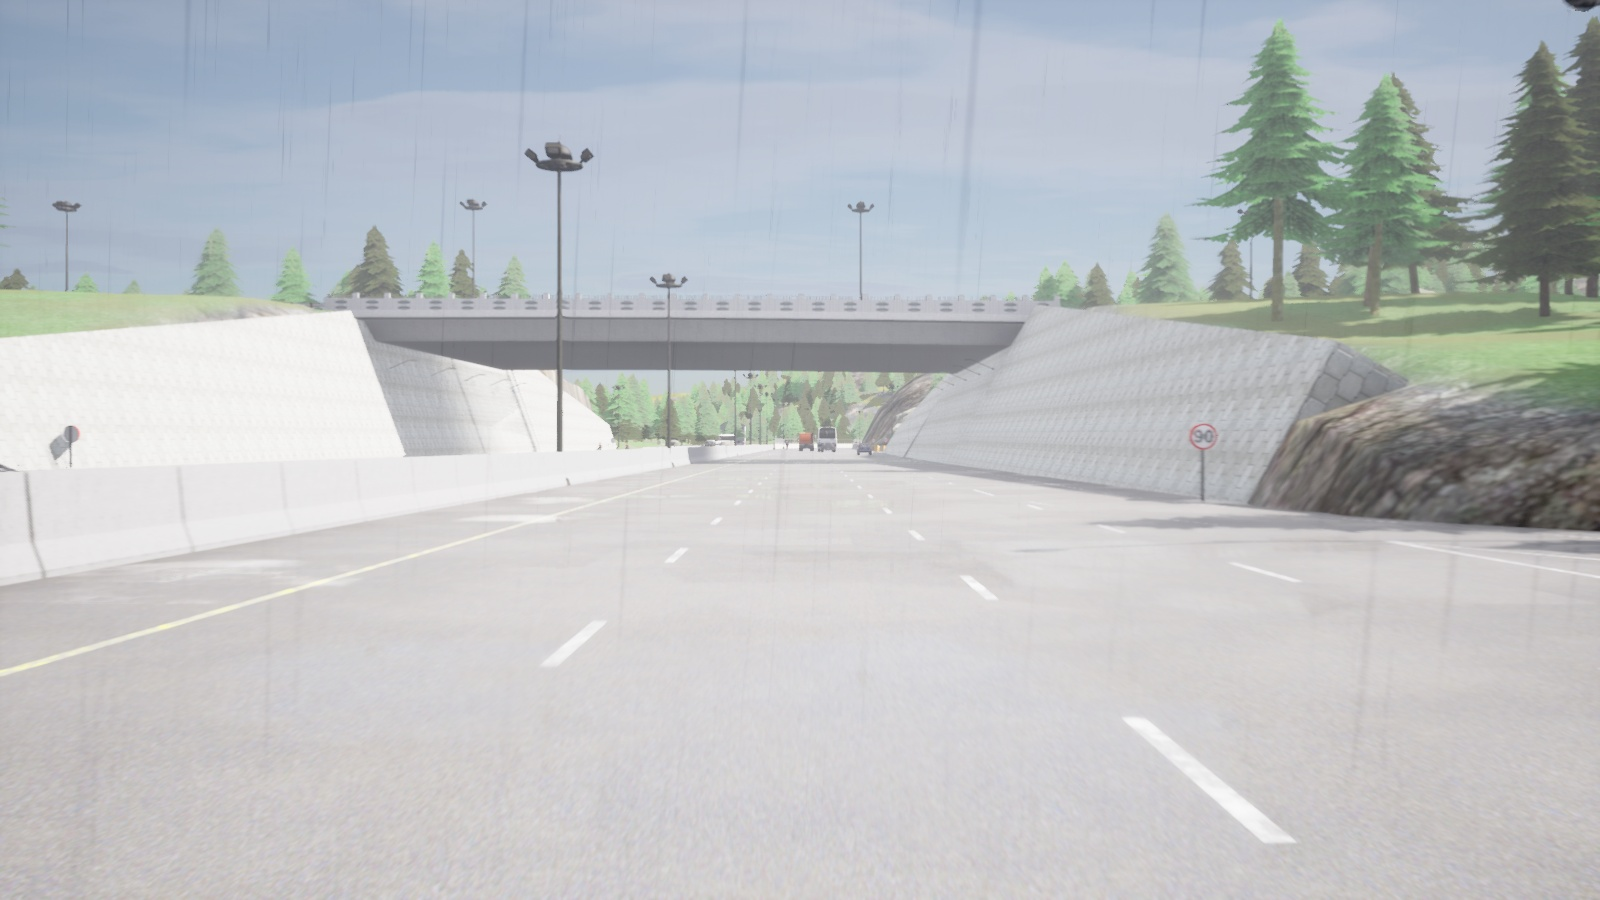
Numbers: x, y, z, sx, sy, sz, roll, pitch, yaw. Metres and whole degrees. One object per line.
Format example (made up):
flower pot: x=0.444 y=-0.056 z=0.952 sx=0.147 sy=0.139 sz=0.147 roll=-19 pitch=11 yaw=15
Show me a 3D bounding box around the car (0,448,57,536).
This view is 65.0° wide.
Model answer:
car: x=-13.877 y=0.676 z=19.029 sx=2.033 sy=1.411 sz=5.357 roll=0 pitch=0 yaw=0
